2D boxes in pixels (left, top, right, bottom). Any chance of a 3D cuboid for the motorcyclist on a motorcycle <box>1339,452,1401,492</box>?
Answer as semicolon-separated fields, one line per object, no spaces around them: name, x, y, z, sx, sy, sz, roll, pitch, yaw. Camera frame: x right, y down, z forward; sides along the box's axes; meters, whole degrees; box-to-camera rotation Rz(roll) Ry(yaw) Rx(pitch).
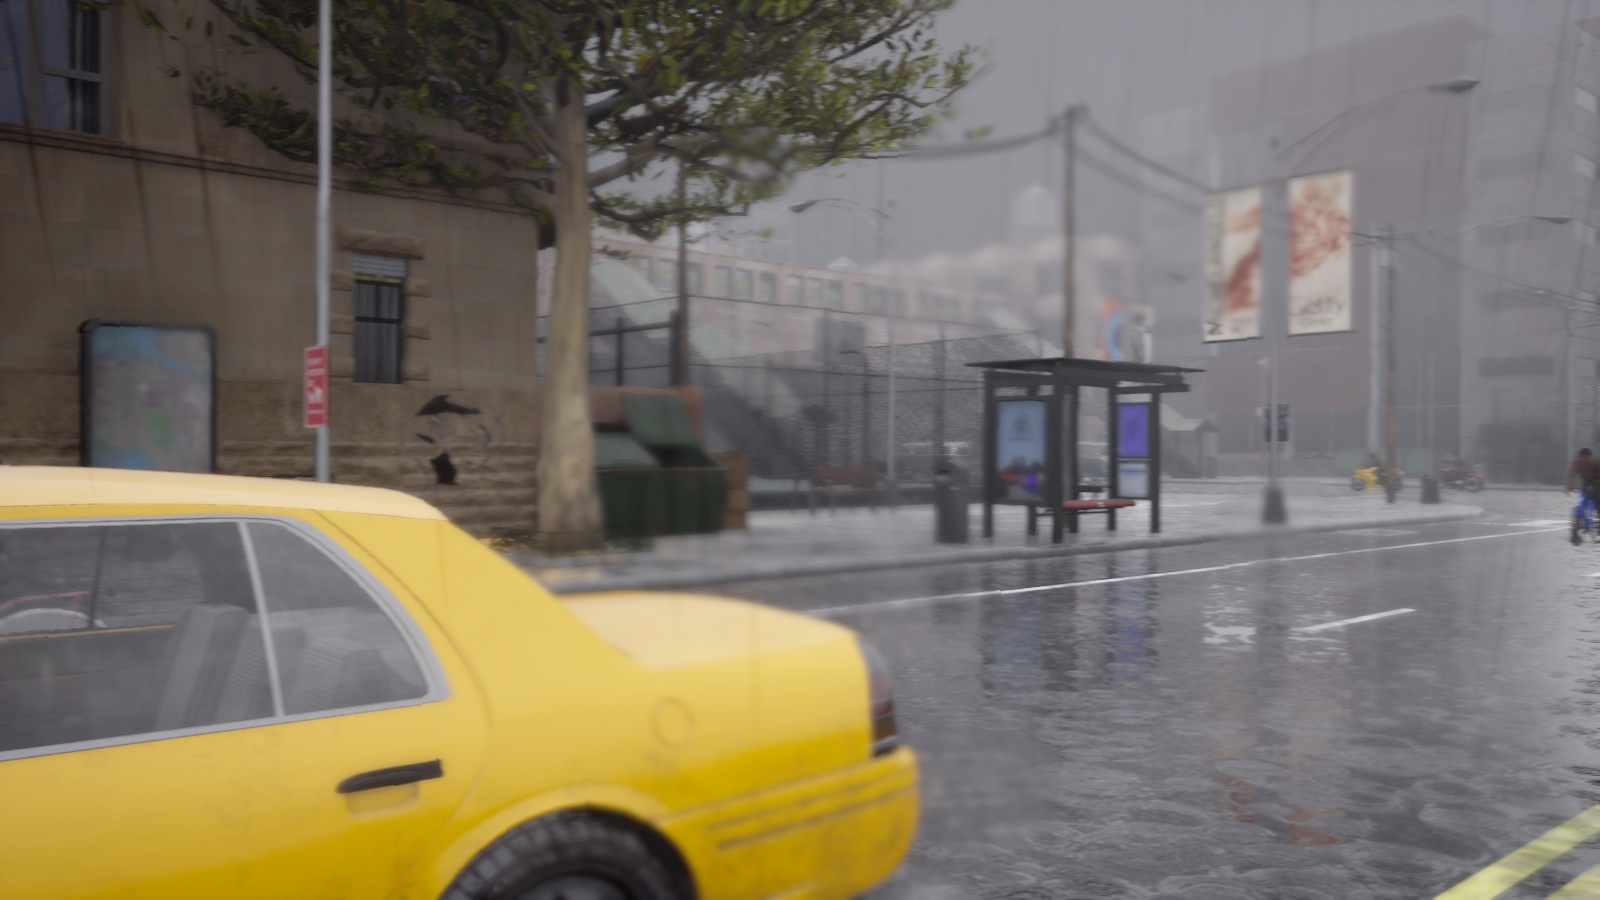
motorcyclist on a motorcycle;21.981;0.821;48.453;0.797;1.523;2.044;0;0;-42

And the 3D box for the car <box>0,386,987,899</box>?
car;-2.071;0.687;2.490;5.366;1.575;1.801;0;0;-41

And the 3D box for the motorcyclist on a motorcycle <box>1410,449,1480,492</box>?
motorcyclist on a motorcycle;25.524;0.793;49.741;0.766;1.649;2.350;0;0;-42

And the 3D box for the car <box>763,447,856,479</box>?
car;0.462;0.650;67.262;2.152;1.651;5.027;0;0;-42

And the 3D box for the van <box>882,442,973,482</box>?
van;6.653;0.596;65.640;2.069;2.038;4.480;0;0;-42

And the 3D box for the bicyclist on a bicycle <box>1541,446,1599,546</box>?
bicyclist on a bicycle;12.993;0.739;20.985;1.656;1.620;0.582;0;0;-42
